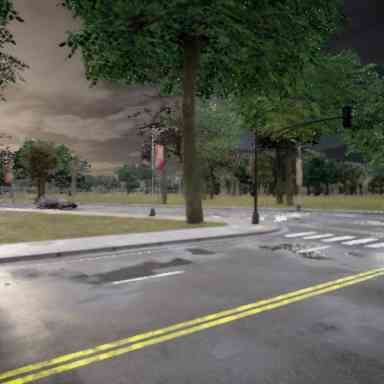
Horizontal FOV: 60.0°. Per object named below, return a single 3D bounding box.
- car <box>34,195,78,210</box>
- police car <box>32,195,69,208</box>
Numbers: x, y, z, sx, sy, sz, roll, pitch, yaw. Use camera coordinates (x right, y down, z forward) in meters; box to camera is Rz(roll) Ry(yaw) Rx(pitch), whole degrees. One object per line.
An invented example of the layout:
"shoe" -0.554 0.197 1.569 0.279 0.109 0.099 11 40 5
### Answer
"car" -15.974 1.403 39.454 5.357 1.411 2.033 0 0 31
"police car" -19.407 1.283 45.446 5.238 1.638 1.930 0 0 31
